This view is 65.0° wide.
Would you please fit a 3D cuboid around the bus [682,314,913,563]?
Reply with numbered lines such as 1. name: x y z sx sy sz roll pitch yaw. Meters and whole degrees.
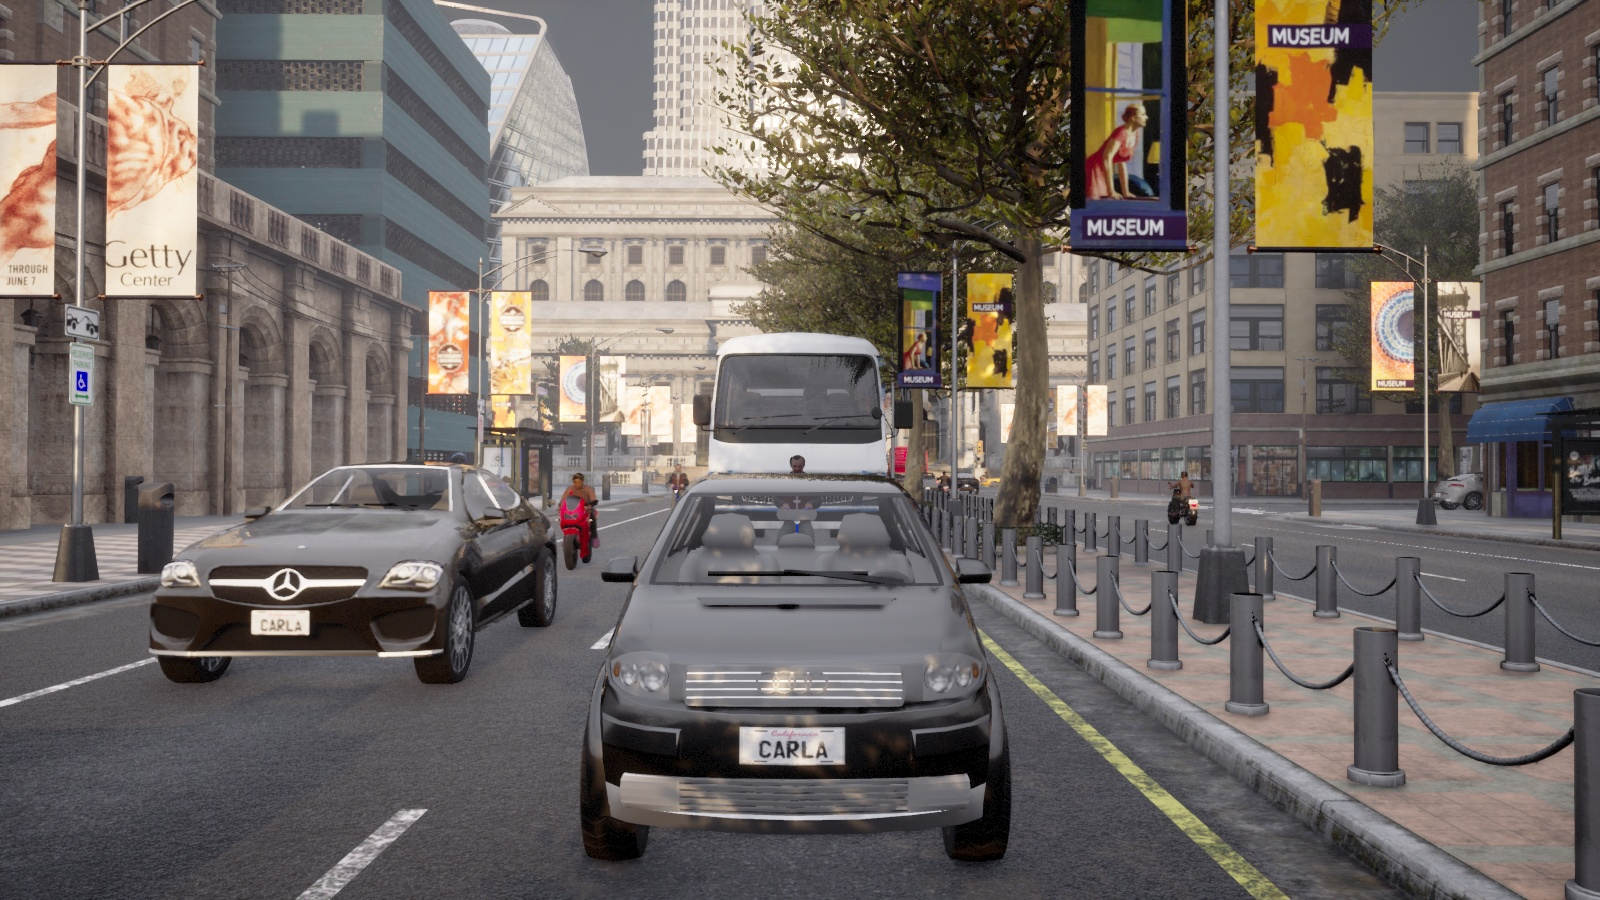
1. bus: -0.050 -0.115 26.671 3.944 4.253 10.273 0 -1 0

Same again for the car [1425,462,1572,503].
1. car: 29.564 1.367 53.286 5.027 1.651 2.152 0 -1 -1

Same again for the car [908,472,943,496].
1. car: 7.865 2.123 79.165 1.845 1.501 3.633 0 -1 0

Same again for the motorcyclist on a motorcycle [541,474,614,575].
1. motorcyclist on a motorcycle: -3.534 1.148 20.106 0.797 1.523 2.044 0 -1 0

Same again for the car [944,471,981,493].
1. car: 11.302 2.213 87.519 1.882 1.535 5.008 0 -1 0

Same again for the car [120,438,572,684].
1. car: -3.520 0.792 10.990 2.152 1.651 5.027 0 -1 0

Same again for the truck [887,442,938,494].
1. truck: 7.820 1.282 88.391 2.891 3.462 7.936 0 -1 0

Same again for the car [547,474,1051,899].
1. car: -0.010 0.899 6.324 1.789 1.549 3.705 0 -1 0

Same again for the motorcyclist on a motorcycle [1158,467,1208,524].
1. motorcyclist on a motorcycle: 11.436 1.348 37.550 0.766 1.649 2.350 0 -1 0
